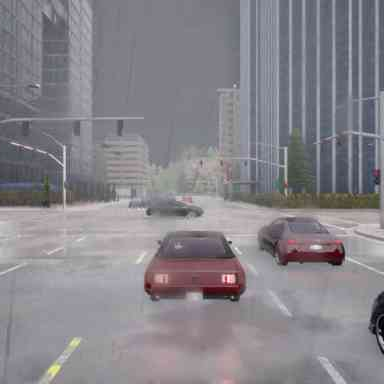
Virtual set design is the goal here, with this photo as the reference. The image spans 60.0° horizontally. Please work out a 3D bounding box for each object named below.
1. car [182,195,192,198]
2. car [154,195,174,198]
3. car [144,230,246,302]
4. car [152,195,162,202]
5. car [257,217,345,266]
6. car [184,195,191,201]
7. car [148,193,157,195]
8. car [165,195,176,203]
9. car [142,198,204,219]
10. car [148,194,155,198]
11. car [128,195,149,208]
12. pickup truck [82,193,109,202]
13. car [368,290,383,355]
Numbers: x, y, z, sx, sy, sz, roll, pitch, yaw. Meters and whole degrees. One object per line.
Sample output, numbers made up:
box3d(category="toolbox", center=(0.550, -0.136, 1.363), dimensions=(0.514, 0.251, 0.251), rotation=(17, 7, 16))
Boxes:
box3d(category="car", center=(-1.079, 1.355, 74.988), dimensions=(2.097, 1.767, 4.553), rotation=(0, 0, -1))
box3d(category="car", center=(-4.341, 1.547, 51.521), dimensions=(2.033, 1.411, 5.357), rotation=(0, 0, -1))
box3d(category="car", center=(0.072, 1.601, 8.244), dimensions=(1.895, 1.301, 4.718), rotation=(0, 0, 0))
box3d(category="car", center=(-8.123, 1.465, 77.548), dimensions=(1.882, 1.535, 5.008), rotation=(0, 0, -1))
box3d(category="car", center=(3.579, 1.564, 11.602), dimensions=(1.994, 1.385, 4.181), rotation=(0, 0, 0))
box3d(category="car", center=(-1.274, 1.524, 88.162), dimensions=(1.812, 1.442, 4.674), rotation=(0, 0, -1))
box3d(category="car", center=(-7.990, 1.221, 67.081), dimensions=(2.150, 2.045, 5.566), rotation=(0, 0, -1))
box3d(category="car", center=(-4.540, 1.525, 71.803), dimensions=(2.128, 1.511, 4.902), rotation=(0, 0, -1))
box3d(category="car", center=(-1.460, 1.505, 28.220), dimensions=(4.892, 1.490, 1.837), rotation=(0, 0, 0))
box3d(category="car", center=(-7.901, 1.505, 56.675), dimensions=(1.837, 1.490, 4.892), rotation=(0, 0, -1))
box3d(category="car", center=(-7.785, 1.526, 47.421), dimensions=(1.812, 1.442, 4.674), rotation=(0, 0, 1))
box3d(category="pickup truck", center=(-21.184, 1.058, 73.296), dimensions=(2.390, 2.098, 6.274), rotation=(0, 0, 30))
box3d(category="car", center=(3.608, 1.564, 3.191), dimensions=(1.994, 1.385, 4.181), rotation=(0, 0, -1))
